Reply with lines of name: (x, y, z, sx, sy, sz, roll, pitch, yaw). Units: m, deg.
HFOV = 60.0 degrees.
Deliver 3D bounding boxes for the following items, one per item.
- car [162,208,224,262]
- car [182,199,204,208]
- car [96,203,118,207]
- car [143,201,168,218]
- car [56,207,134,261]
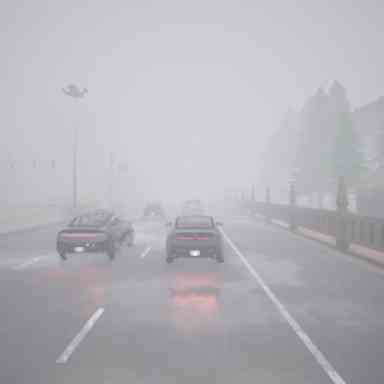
car: (0.090, 1.547, 12.234, 1.837, 1.490, 4.892, 0, 0, 0)
car: (0.076, 1.457, 31.786, 2.097, 1.767, 4.553, 0, 0, 0)
car: (-6.920, 1.618, 27.343, 1.812, 1.442, 4.674, 0, 0, 0)
car: (-3.423, 1.608, 31.134, 1.837, 1.490, 4.892, 0, 0, 0)
car: (-3.410, 1.533, 12.494, 2.128, 1.511, 4.902, 0, 0, 0)
